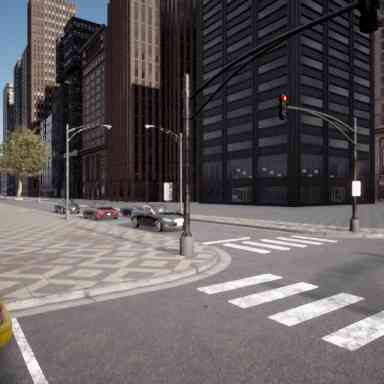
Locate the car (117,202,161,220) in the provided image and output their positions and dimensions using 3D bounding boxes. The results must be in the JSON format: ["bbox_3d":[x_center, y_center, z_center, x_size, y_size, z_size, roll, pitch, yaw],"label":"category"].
[{"bbox_3d":[-4.826,1.659,29.736,1.895,1.301,4.718,0,0,-36],"label":"car"}]

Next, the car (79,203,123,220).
[{"bbox_3d":[-7.868,1.631,28.539,1.994,1.385,4.181,0,0,-35],"label":"car"}]

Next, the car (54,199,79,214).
[{"bbox_3d":[-13.893,1.598,36.911,1.837,1.490,4.892,0,0,-36],"label":"car"}]

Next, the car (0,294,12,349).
[{"bbox_3d":[-4.600,1.526,3.368,4.829,1.417,1.752,0,0,-36],"label":"car"}]

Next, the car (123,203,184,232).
[{"bbox_3d":[-2.113,1.534,20.542,2.128,1.511,4.902,0,0,-36],"label":"car"}]
